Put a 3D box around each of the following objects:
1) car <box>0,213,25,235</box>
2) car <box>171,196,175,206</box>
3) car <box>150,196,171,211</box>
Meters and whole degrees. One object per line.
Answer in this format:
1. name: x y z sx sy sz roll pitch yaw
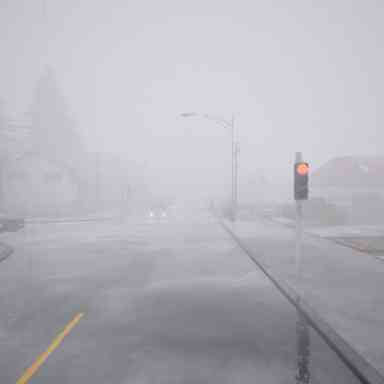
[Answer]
1. car: -11.629 1.477 17.849 5.008 1.535 1.882 0 0 1
2. car: -4.086 1.524 51.933 1.812 1.442 4.674 0 0 0
3. car: -4.093 1.503 41.611 1.837 1.490 4.892 0 0 0
